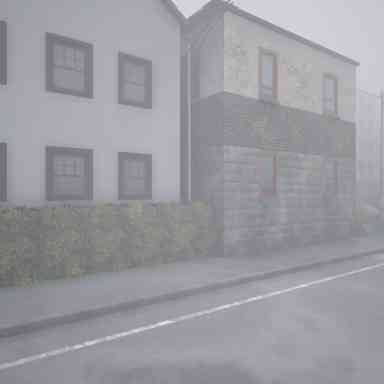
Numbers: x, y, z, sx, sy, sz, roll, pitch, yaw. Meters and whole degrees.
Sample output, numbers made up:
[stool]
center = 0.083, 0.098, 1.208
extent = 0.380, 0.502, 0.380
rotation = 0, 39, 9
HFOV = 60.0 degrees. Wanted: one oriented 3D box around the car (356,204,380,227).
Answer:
[car]
center = 12.607, 1.654, 24.730
extent = 1.882, 1.535, 5.008
rotation = 0, 0, -34
